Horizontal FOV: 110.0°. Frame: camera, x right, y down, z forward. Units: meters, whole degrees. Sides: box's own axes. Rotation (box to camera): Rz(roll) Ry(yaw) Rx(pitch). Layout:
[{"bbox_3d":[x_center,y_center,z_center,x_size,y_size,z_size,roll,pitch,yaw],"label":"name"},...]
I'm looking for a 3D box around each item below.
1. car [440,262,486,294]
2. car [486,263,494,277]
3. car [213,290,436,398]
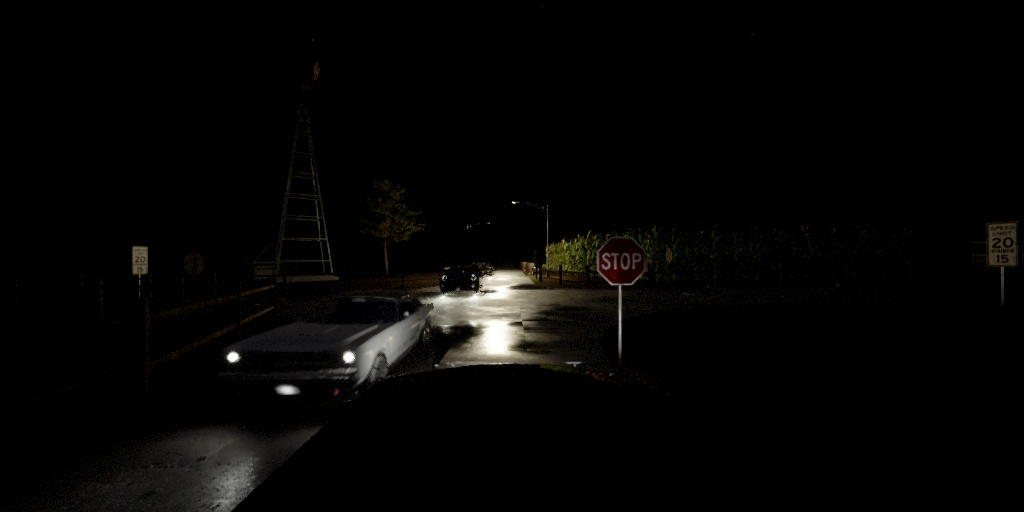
[{"bbox_3d":[-2.897,1.177,21.377,2.097,1.767,4.553,-1,0,0],"label":"car"},{"bbox_3d":[-3.008,1.468,38.393,1.837,1.490,4.892,0,0,0],"label":"car"},{"bbox_3d":[-2.786,1.349,6.628,1.895,1.301,4.718,0,0,0],"label":"car"}]
